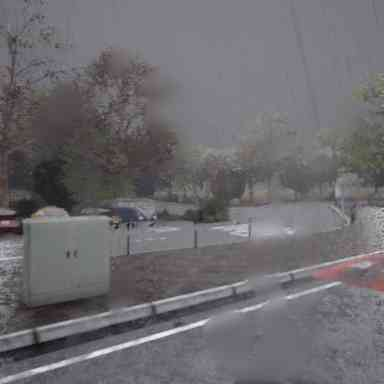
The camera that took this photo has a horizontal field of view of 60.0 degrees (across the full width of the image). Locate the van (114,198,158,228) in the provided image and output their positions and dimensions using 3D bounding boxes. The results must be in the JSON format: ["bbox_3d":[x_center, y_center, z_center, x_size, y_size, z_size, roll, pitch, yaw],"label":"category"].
[{"bbox_3d":[-4.064,1.451,23.702,1.878,1.987,4.442,1,0,-36],"label":"van"}]

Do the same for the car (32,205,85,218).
[{"bbox_3d":[-8.540,1.627,20.416,1.946,1.575,5.366,1,0,-36],"label":"car"}]

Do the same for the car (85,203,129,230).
[{"bbox_3d":[-6.407,1.683,22.207,2.163,1.488,4.792,1,0,-36],"label":"car"}]

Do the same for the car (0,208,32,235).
[{"bbox_3d":[-10.922,1.636,18.977,2.163,1.488,4.792,1,0,-36],"label":"car"}]
